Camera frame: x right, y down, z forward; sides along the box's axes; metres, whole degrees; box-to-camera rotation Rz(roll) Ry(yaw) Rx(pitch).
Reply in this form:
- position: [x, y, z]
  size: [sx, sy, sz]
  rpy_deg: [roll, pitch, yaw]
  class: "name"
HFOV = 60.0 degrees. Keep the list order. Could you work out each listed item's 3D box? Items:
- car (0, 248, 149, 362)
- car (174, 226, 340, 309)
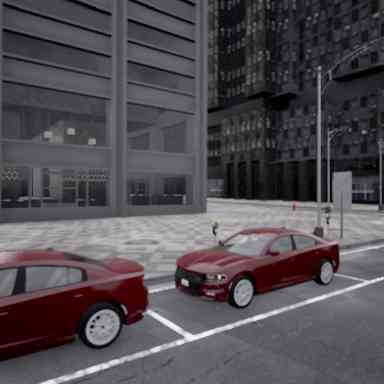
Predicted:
- position: [-2.799, 1.544, 4.667]
  size: [4.507, 1.381, 1.887]
  rpy_deg: [0, 0, -36]
  class: "car"
- position: [1.689, 1.550, 7.889]
  size: [4.507, 1.381, 1.887]
  rpy_deg: [0, 0, -36]
  class: "car"
